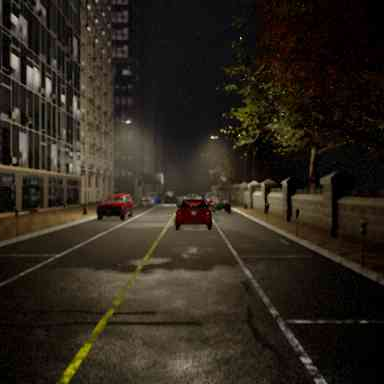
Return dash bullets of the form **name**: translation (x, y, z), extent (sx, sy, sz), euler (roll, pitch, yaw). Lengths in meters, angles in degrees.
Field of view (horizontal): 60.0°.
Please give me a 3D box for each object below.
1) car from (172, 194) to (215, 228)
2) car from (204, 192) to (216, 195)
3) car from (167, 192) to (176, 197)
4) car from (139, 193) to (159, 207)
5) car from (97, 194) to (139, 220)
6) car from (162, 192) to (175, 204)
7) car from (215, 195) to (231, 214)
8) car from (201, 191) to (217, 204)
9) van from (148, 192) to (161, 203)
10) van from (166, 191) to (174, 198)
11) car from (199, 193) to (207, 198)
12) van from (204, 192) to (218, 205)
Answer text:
- **car**: translation (0.094, 1.182, 20.581), extent (2.097, 1.767, 4.553), euler (0, 0, 0)
- **car**: translation (2.689, 1.087, 42.224), extent (1.967, 1.590, 4.097), euler (0, 1, 0)
- **car**: translation (-5.671, 0.722, 92.511), extent (1.947, 1.339, 4.313), euler (1, 1, 1)
- **car**: translation (-5.837, 1.195, 42.487), extent (2.008, 1.369, 4.403), euler (0, 1, 0)
- **car**: translation (-5.833, 1.102, 25.804), extent (2.192, 1.841, 5.009), euler (0, 0, 0)
- **car**: translation (-3.009, 1.140, 50.109), extent (1.994, 1.385, 4.181), euler (0, 0, 0)
- **car**: translation (2.690, 1.293, 31.105), extent (2.008, 1.369, 4.403), euler (0, 0, 0)
- **car**: translation (2.688, 0.861, 53.341), extent (2.192, 1.841, 5.009), euler (0, 1, 0)
- **van**: translation (-5.836, 0.936, 48.046), extent (1.690, 1.788, 3.998), euler (0, 1, 0)
- **van**: translation (-5.698, 0.555, 86.967), extent (1.690, 1.788, 3.998), euler (0, 1, 0)
- **car**: translation (2.681, 0.856, 81.145), extent (1.802, 1.307, 4.206), euler (0, 1, 0)
- **van**: translation (2.689, 0.938, 47.782), extent (1.690, 1.788, 3.998), euler (0, 1, 0)
